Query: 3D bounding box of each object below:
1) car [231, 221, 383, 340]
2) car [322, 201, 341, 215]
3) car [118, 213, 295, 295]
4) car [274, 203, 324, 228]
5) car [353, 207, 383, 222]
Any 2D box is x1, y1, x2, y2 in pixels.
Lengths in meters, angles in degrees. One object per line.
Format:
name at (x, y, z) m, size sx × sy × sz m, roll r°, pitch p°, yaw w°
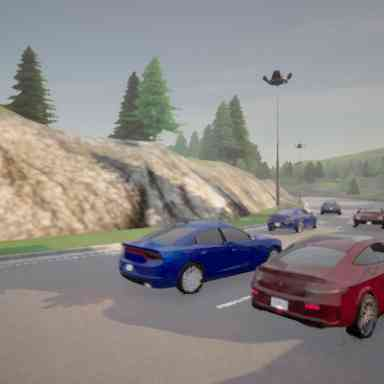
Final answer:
car at (3.083, 1.550, 6.623) m, size 4.674 × 1.442 × 1.812 m, roll 0°, pitch 0°, yaw -41°
car at (15.273, 1.697, 36.645) m, size 1.994 × 1.385 × 4.181 m, roll 0°, pitch 0°, yaw 21°
car at (0.487, 1.525, 8.993) m, size 5.008 × 1.535 × 1.882 m, roll 0°, pitch 0°, yaw -41°
car at (6.113, 1.609, 20.031) m, size 1.812 × 1.442 × 4.674 m, roll 0°, pitch 0°, yaw 38°
car at (12.336, 1.673, 22.781) m, size 1.895 × 1.301 × 4.718 m, roll 0°, pitch 0°, yaw 33°
